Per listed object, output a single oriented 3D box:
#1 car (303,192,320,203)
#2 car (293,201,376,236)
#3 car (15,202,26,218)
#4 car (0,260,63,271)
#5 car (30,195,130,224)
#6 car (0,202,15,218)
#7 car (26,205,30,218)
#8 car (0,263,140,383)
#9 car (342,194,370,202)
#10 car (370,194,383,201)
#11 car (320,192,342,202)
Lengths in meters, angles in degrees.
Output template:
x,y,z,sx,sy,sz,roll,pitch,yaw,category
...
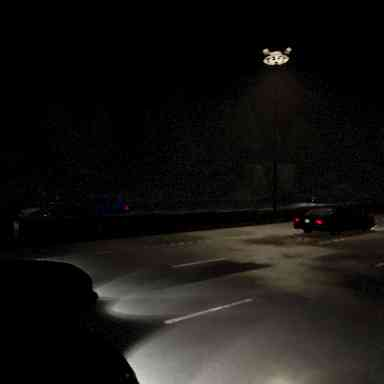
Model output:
x,y,z,sx,sy,sz,roll,pitch,yaw,category
19.559,0.854,52.278,4.553,1.767,2.097,-1,1,-35,car
7.719,1.458,17.845,5.357,1.411,2.033,-1,0,-35,car
-10.994,1.505,26.242,4.674,1.442,1.812,0,0,-35,car
-4.279,1.549,4.993,5.357,1.411,2.033,0,0,-35,car
-6.665,1.199,20.732,5.566,2.045,2.150,0,0,-35,car
-15.247,1.537,27.508,5.357,1.411,2.033,0,0,-35,car
-8.705,1.483,23.576,4.892,1.490,1.837,0,0,-35,car
-2.354,1.566,2.068,4.181,1.385,1.994,0,0,-35,car
23.874,0.988,46.774,4.902,1.511,2.128,-1,1,-35,car
26.244,0.979,44.167,4.902,1.511,2.128,-1,1,-35,car
21.843,0.988,49.622,4.902,1.511,2.128,-1,1,-35,car
